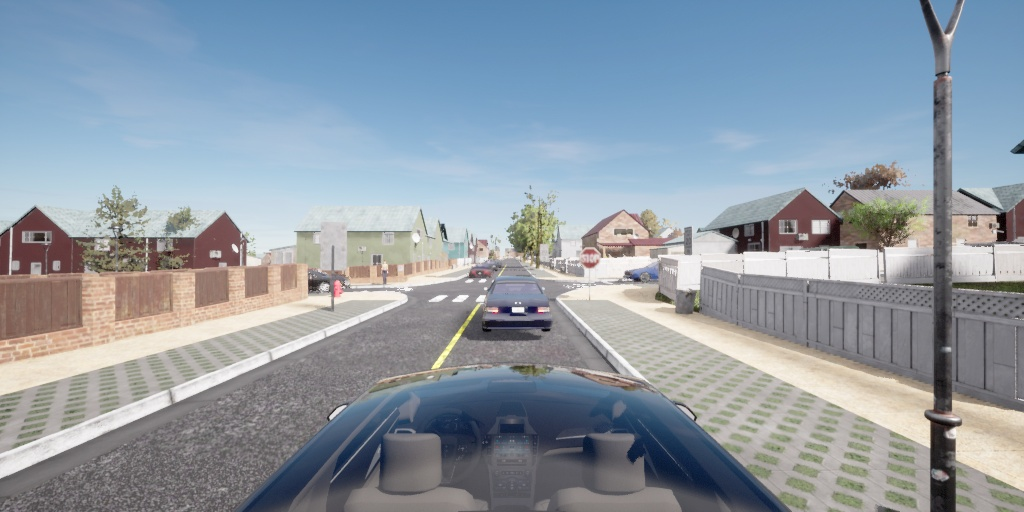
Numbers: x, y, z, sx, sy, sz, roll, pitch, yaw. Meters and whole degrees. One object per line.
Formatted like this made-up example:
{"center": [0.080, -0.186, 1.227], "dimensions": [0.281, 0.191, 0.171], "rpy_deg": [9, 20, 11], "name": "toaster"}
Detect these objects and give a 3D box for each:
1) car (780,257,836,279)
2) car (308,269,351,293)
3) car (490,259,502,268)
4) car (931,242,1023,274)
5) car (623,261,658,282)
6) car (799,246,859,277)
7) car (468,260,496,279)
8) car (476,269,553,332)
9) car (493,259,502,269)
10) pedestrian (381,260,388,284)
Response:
{"center": [16.908, 0.793, 21.450], "dimensions": [4.181, 1.385, 1.994], "rpy_deg": [-2, -1, 0], "name": "car"}
{"center": [-12.231, 1.529, 21.369], "dimensions": [4.892, 1.490, 1.837], "rpy_deg": [-2, -1, -2], "name": "car"}
{"center": [-2.715, 1.272, 60.338], "dimensions": [1.812, 1.442, 4.674], "rpy_deg": [0, 0, 0], "name": "car"}
{"center": [31.650, 0.117, 24.427], "dimensions": [5.566, 2.045, 2.150], "rpy_deg": [-1, -1, 0], "name": "car"}
{"center": [10.409, 1.013, 24.385], "dimensions": [5.357, 1.411, 2.033], "rpy_deg": [-2, -1, 1], "name": "car"}
{"center": [20.688, 0.409, 24.395], "dimensions": [5.566, 2.045, 2.150], "rpy_deg": [-2, -1, 0], "name": "car"}
{"center": [-2.792, 1.315, 32.802], "dimensions": [1.994, 1.385, 4.181], "rpy_deg": [0, 0, 0], "name": "car"}
{"center": [0.093, 1.300, 10.848], "dimensions": [2.033, 1.411, 5.357], "rpy_deg": [0, 0, -1], "name": "car"}
{"center": [-2.758, 1.243, 45.644], "dimensions": [2.128, 1.511, 4.902], "rpy_deg": [0, 0, 0], "name": "car"}
{"center": [-9.644, 1.212, 27.177], "dimensions": [0.375, 1.860, 0.375], "rpy_deg": [0, 0, 0], "name": "pedestrian"}
